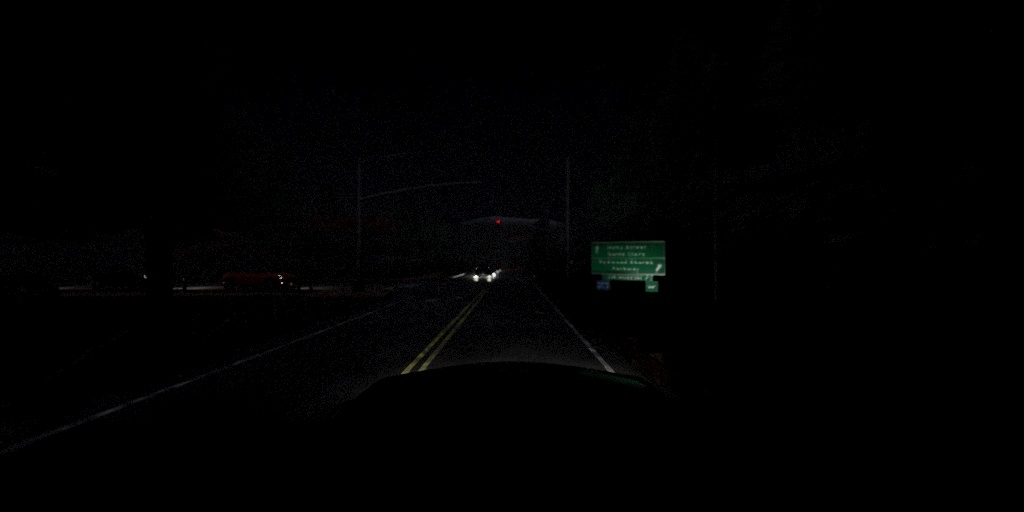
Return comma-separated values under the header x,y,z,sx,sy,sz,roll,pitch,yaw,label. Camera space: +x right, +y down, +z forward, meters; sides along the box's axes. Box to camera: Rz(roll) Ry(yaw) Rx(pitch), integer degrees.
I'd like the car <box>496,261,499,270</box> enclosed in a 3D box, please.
x,y,z,sx,sy,sz,roll,pitch,yaw,label
-3.446,1.831,54.950,1.895,1.301,4.718,0,-1,0,car

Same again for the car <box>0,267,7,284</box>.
x,y,z,sx,sy,sz,roll,pitch,yaw,label
-47.941,1.723,31.461,5.357,1.411,2.033,0,-1,9,car

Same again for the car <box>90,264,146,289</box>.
x,y,z,sx,sy,sz,roll,pitch,yaw,label
-27.865,1.484,26.390,4.553,1.767,2.097,0,-1,1,car

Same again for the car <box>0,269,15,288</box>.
x,y,z,sx,sy,sz,roll,pitch,yaw,label
-37.936,1.660,26.710,4.674,1.442,1.812,0,-1,4,car

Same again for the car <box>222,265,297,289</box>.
x,y,z,sx,sy,sz,roll,pitch,yaw,label
-18.425,1.485,26.320,4.553,1.767,2.097,0,-1,0,car

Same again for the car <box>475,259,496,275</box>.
x,y,z,sx,sy,sz,roll,pitch,yaw,label
-3.521,1.499,45.715,2.097,1.767,4.553,0,-1,0,car

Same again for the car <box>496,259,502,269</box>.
x,y,z,sx,sy,sz,roll,pitch,yaw,label
-3.414,1.545,65.239,2.150,2.045,5.566,0,-1,0,car
